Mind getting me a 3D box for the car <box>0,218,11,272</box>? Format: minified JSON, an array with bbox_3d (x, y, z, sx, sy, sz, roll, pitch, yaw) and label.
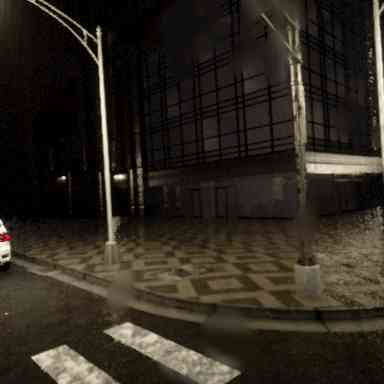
[{"bbox_3d":[-7.814,1.615,11.181,2.150,2.045,5.566,-3,0,-42],"label":"car"}]
